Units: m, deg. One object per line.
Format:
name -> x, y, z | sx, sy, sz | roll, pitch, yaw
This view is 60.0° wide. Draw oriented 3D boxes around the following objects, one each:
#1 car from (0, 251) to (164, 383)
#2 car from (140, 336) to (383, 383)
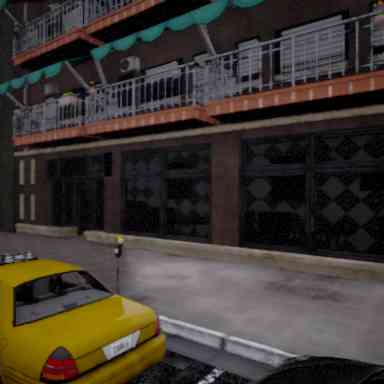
car -> -2.596, 1.524, 4.721 | 4.829, 1.417, 1.752 | 0, 0, 35
car -> 2.040, 1.567, 1.417 | 4.313, 1.339, 1.947 | 0, 0, 35
